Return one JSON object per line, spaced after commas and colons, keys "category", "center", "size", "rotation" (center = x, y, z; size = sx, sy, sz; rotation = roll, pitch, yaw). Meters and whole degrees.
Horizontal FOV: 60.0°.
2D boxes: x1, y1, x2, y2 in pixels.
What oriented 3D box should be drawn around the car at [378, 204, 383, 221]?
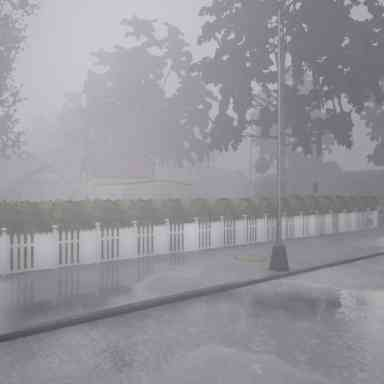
{"category": "car", "center": [14.441, 1.477, 27.476], "size": [1.882, 1.535, 5.008], "rotation": [0, 0, -37]}
